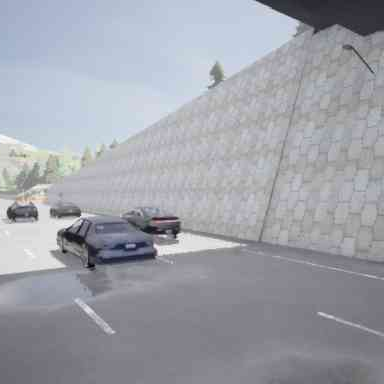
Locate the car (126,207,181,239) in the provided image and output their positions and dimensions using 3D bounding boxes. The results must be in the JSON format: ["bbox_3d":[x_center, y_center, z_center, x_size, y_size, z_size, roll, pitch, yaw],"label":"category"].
[{"bbox_3d":[-2.381,1.491,16.438,2.128,1.511,4.902,0,0,-34],"label":"car"}]

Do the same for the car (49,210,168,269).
[{"bbox_3d":[-3.119,1.547,11.300,2.033,1.411,5.357,0,0,-34],"label":"car"}]

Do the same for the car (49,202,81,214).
[{"bbox_3d":[-11.293,1.564,29.548,1.994,1.385,4.181,0,0,-34],"label":"car"}]

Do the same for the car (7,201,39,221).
[{"bbox_3d":[-13.716,1.490,26.886,2.128,1.511,4.902,0,0,-34],"label":"car"}]
